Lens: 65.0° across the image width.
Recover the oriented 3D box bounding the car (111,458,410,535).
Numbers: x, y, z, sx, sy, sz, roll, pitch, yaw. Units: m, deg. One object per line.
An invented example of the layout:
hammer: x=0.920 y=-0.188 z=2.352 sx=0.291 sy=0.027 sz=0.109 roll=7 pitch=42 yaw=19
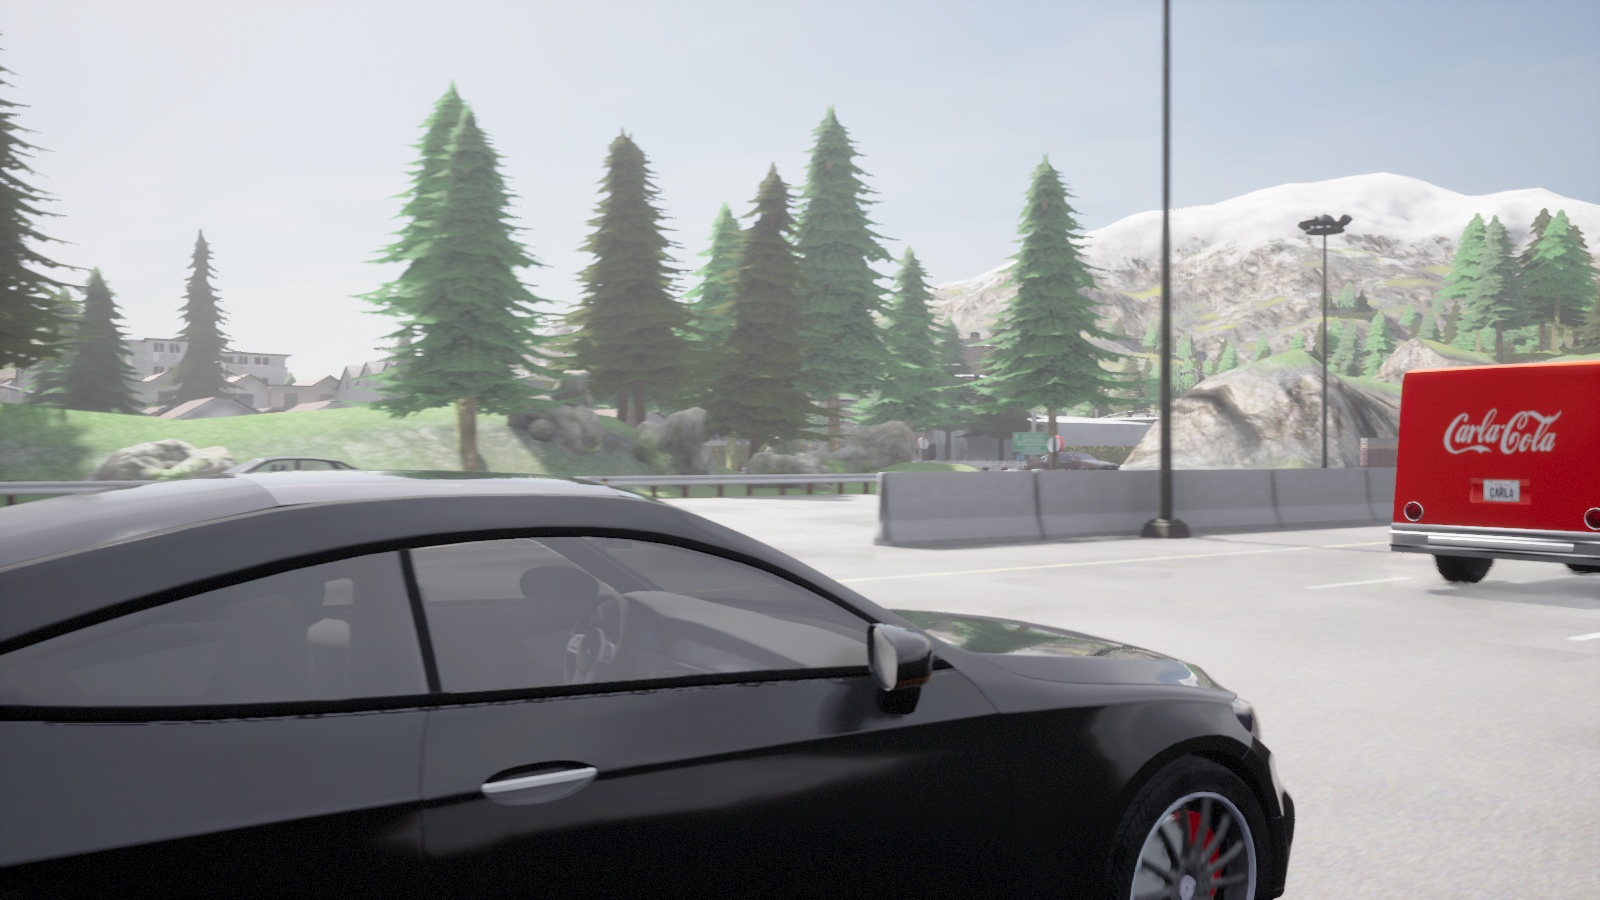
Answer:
car: x=-11.016 y=0.879 z=25.849 sx=5.357 sy=1.411 sz=2.033 roll=0 pitch=0 yaw=-35

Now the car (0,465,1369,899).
car: x=-0.747 y=0.780 z=3.138 sx=4.674 sy=1.442 sz=1.812 roll=0 pitch=0 yaw=-35

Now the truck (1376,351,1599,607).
truck: x=9.313 y=0.276 z=14.407 sx=5.204 sy=2.467 sz=2.627 roll=0 pitch=0 yaw=-35

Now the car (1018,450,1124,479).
car: x=13.816 y=0.728 z=64.432 sx=2.033 sy=1.411 sz=5.357 roll=0 pitch=0 yaw=-35
